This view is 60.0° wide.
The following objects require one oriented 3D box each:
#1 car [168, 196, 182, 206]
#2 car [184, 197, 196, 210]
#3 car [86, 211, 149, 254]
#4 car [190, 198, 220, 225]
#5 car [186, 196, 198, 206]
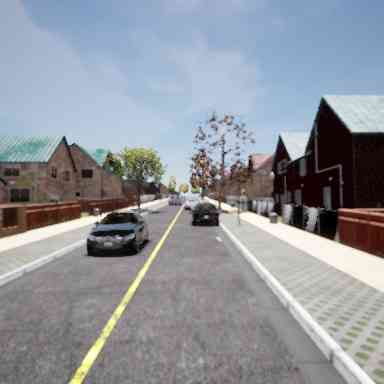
[{"bbox_3d":[-2.824,1.393,55.896,2.097,1.767,4.553,0,0,0],"label":"car"},{"bbox_3d":[-0.002,1.556,44.349,1.812,1.442,4.674,0,0,0],"label":"car"},{"bbox_3d":[-2.855,1.534,13.667,1.812,1.442,4.674,0,0,0],"label":"car"},{"bbox_3d":[0.953,1.492,24.388,1.882,1.535,5.008,0,0,0],"label":"car"},{"bbox_3d":[-0.022,1.520,57.254,1.882,1.535,5.008,0,0,0],"label":"car"}]
